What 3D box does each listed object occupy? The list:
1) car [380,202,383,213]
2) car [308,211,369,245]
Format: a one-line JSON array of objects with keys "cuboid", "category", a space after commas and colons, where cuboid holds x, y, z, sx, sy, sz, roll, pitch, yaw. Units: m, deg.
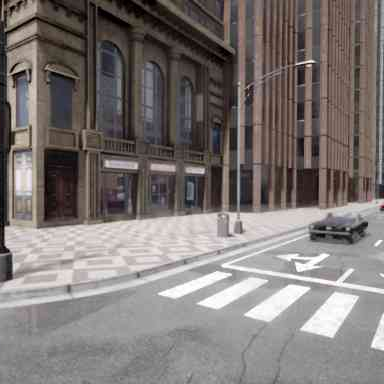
[{"cuboid": [22.214, 1.638, 37.127, 1.895, 1.301, 4.718, 1, 0, 35], "category": "car"}, {"cuboid": [7.073, 1.603, 15.872, 1.895, 1.301, 4.718, 1, 0, 35], "category": "car"}]
